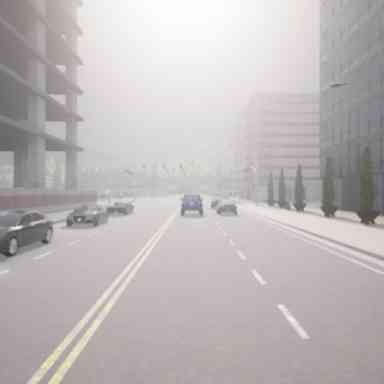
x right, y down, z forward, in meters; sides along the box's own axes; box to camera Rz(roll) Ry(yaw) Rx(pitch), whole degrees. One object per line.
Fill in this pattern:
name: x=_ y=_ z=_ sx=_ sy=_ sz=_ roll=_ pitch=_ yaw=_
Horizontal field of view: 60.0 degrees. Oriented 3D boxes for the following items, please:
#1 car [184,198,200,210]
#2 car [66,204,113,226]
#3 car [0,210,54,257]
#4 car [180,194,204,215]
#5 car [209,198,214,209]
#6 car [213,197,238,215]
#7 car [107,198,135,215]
car: x=-0.003 y=1.510 z=43.983 sx=2.033 sy=1.411 sz=5.357 roll=0 pitch=0 yaw=0
car: x=-7.084 y=1.545 z=22.901 sx=1.994 sy=1.385 sz=4.181 roll=0 pitch=0 yaw=0
car: x=-7.087 y=1.494 z=13.015 sx=1.837 sy=1.490 sz=4.892 roll=0 pitch=0 yaw=0
car: x=-0.003 y=1.193 z=33.360 sx=2.150 sy=2.045 sz=5.566 roll=0 pitch=0 yaw=0
car: x=3.511 y=1.468 z=45.769 sx=1.837 sy=1.490 sz=4.892 roll=0 pitch=1 yaw=0
car: x=3.497 y=1.497 z=33.940 sx=1.812 sy=1.442 sz=4.674 roll=0 pitch=0 yaw=0
car: x=-7.036 y=1.573 z=33.019 sx=1.895 sy=1.301 sz=4.718 roll=0 pitch=0 yaw=1
